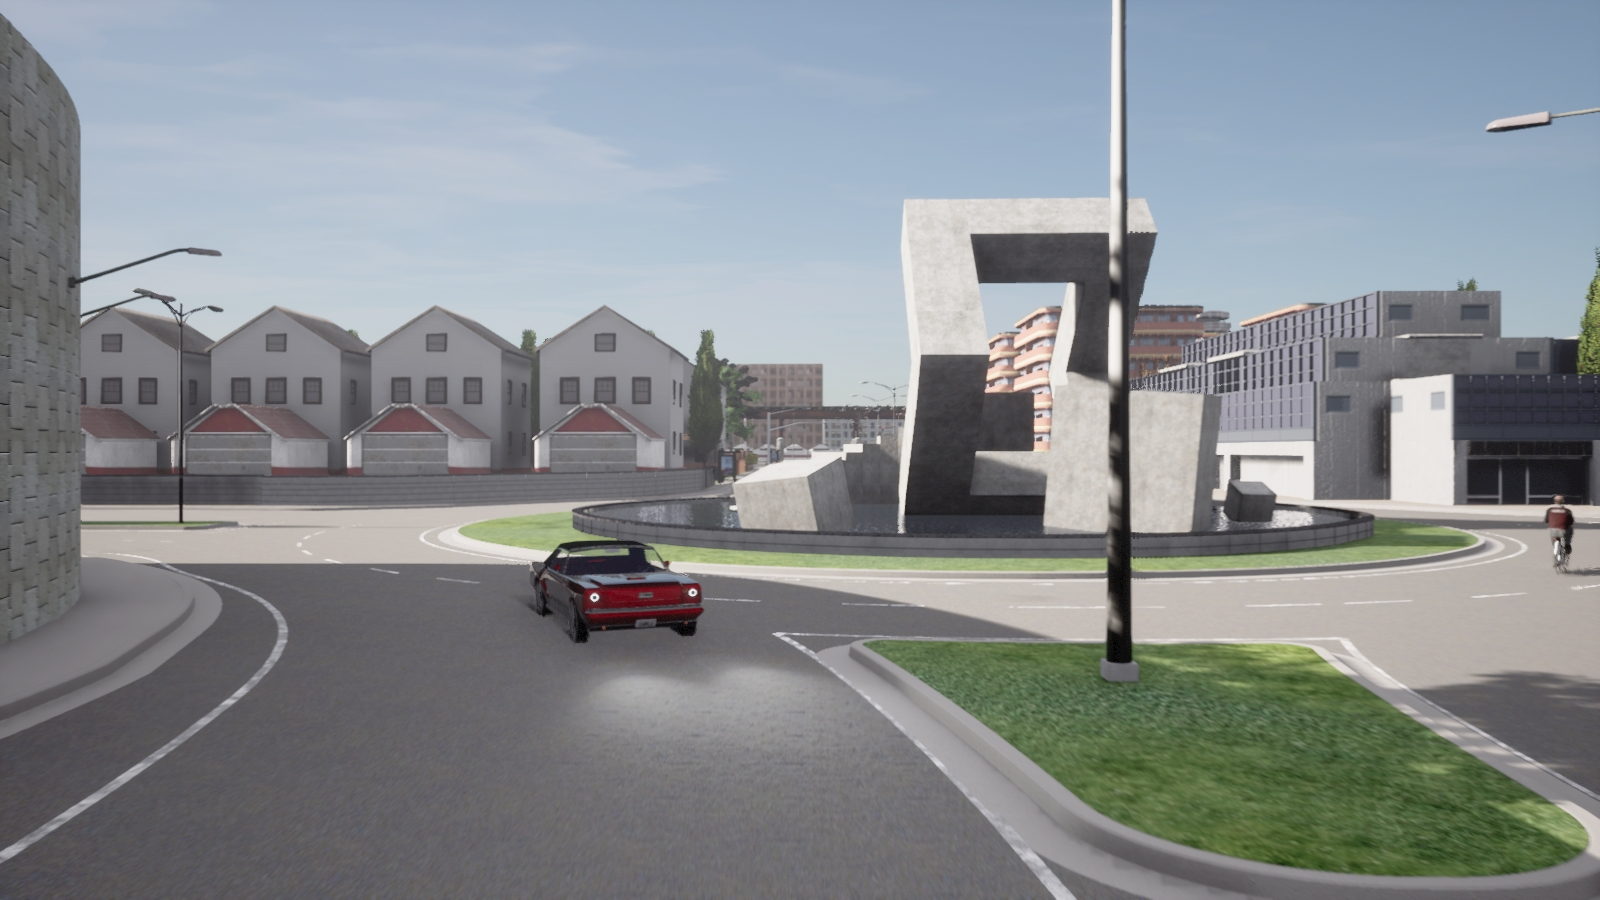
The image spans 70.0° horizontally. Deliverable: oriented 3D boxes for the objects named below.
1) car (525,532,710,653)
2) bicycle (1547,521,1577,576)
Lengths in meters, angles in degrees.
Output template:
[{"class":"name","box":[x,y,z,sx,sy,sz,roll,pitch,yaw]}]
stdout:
[{"class":"car","box":[-3.083,2.155,18.370,1.895,1.301,4.718,0,0,-22]},{"class":"bicycle","box":[17.475,2.231,26.181,0.329,1.126,1.835,-1,0,41]}]
